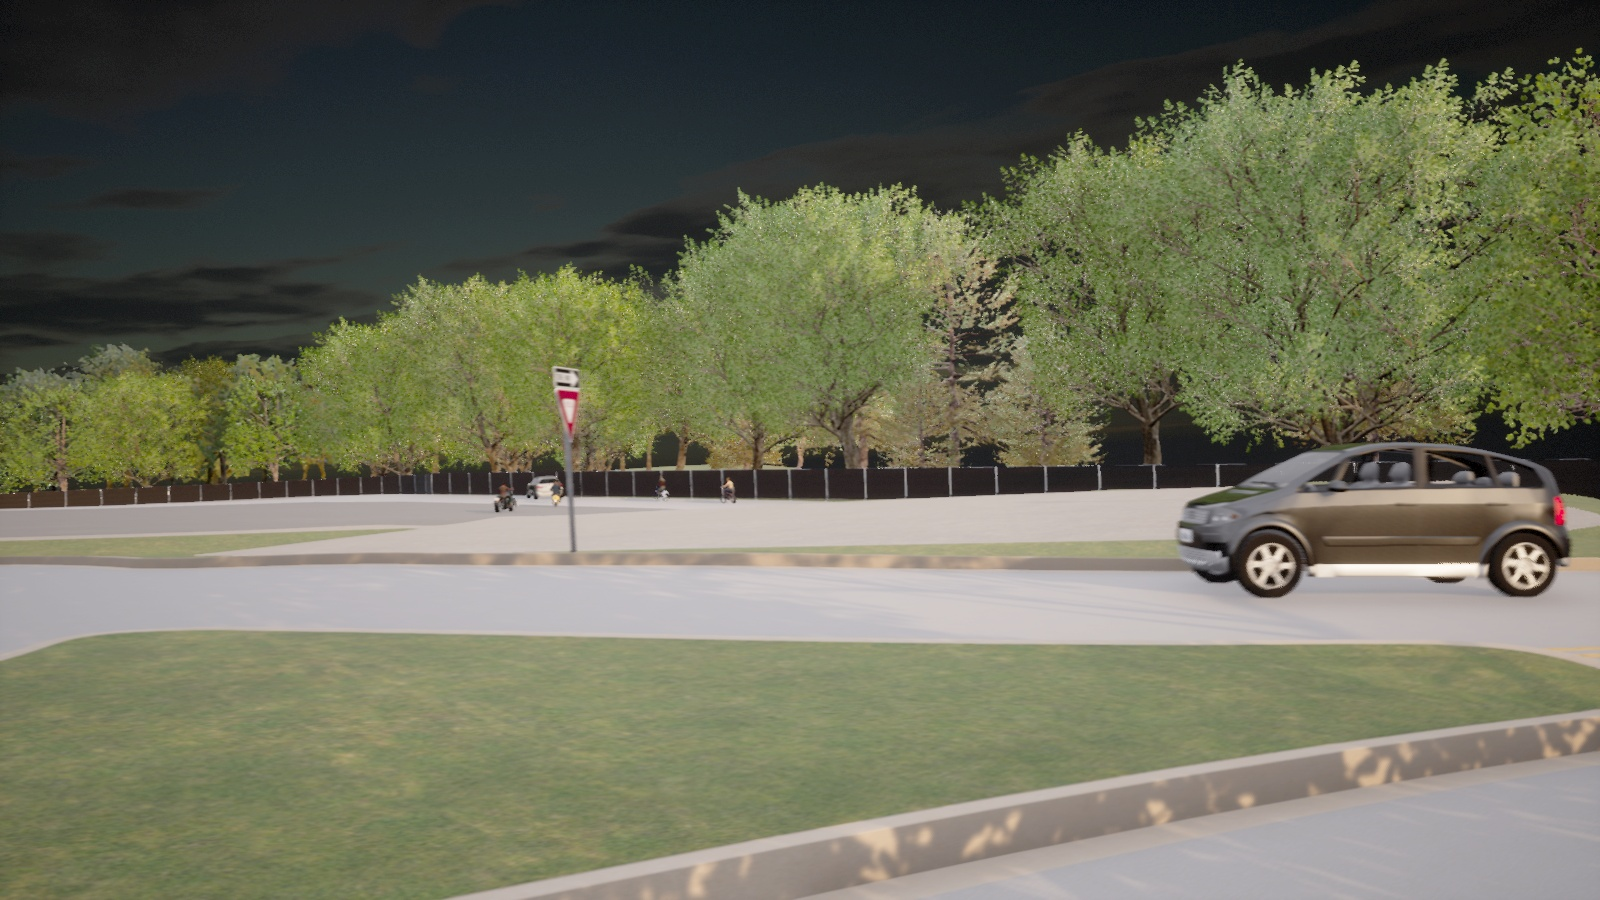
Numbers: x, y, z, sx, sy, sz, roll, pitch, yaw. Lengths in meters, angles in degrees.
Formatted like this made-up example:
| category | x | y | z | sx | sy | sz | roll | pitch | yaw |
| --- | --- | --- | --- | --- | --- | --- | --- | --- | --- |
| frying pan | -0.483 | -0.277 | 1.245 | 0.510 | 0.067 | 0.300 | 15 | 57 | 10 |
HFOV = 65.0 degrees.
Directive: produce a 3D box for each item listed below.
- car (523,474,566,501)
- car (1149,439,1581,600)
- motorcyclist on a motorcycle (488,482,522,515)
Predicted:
| category | x | y | z | sx | sy | sz | roll | pitch | yaw |
| --- | --- | --- | --- | --- | --- | --- | --- | --- | --- |
| car | -19.125 | 2.784 | 93.866 | 2.242 | 1.667 | 4.611 | -4 | 2 | -22 |
| car | 5.761 | 0.682 | 13.134 | 3.705 | 1.549 | 1.789 | 0 | 0 | 0 |
| motorcyclist on a motorcycle | -15.253 | 2.498 | 64.914 | 0.766 | 1.649 | 2.350 | -2 | -1 | 11 |
